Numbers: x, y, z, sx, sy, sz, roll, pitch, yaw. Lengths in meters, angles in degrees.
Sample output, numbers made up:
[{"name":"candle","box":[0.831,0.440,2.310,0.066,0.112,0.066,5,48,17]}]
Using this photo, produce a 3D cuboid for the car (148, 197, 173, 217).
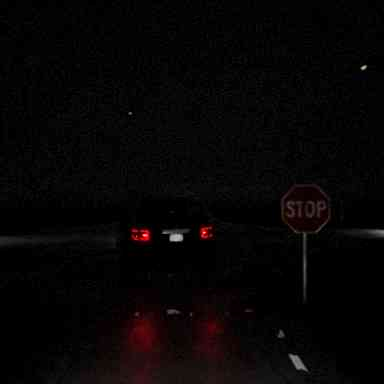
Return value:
[{"name":"car","box":[-2.796,1.314,30.468,1.882,1.535,5.008,0,0,-2]}]

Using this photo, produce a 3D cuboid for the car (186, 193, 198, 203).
[{"name":"car","box":[0.032,1.023,62.304,2.097,1.767,4.553,0,0,0]}]

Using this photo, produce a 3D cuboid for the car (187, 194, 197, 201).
[{"name":"car","box":[0.000,1.165,72.510,1.994,1.385,4.181,0,0,0]}]

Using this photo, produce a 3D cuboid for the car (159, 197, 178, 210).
[{"name":"car","box":[-2.834,1.331,41.136,2.033,1.411,5.357,0,0,0]}]

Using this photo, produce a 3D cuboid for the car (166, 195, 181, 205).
[{"name":"car","box":[-2.819,1.275,51.966,2.033,1.411,5.357,0,0,0]}]

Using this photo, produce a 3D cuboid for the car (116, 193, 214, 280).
[{"name":"car","box":[-1.039,1.154,10.120,2.150,2.045,5.566,-1,0,-15]}]
